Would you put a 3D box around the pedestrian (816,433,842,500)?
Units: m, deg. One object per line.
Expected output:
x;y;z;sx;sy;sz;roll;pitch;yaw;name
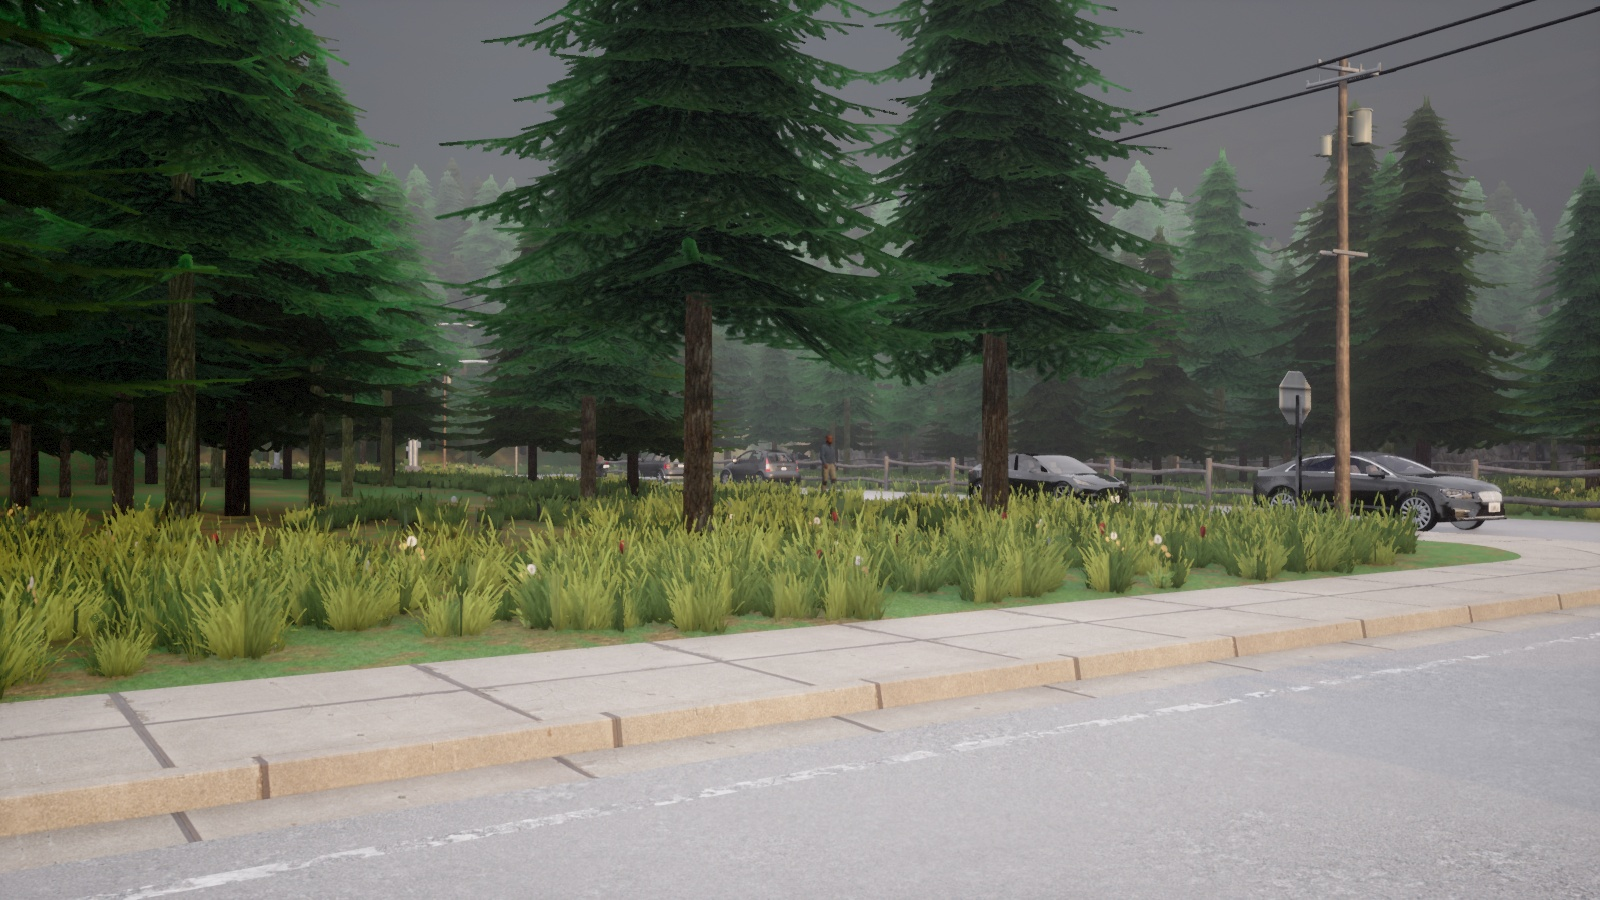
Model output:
0.803;0.453;34.825;0.370;1.835;0.726;0;0;-35;pedestrian

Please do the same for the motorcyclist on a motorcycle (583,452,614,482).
-10.341;0.880;64.410;0.797;1.523;2.044;0;0;-35;motorcyclist on a motorcycle

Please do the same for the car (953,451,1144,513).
6.418;0.777;32.963;2.163;1.488;4.792;0;0;-33;car

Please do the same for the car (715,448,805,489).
-1.681;0.746;51.447;1.851;1.617;3.988;0;0;-34;car

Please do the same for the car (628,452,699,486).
-6.387;0.853;58.522;1.789;1.549;3.705;0;0;-34;car

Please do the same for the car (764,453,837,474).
-0.005;0.966;88.611;4.892;1.490;1.837;0;-1;-10;car

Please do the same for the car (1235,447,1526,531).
11.409;0.703;25.054;2.128;1.511;4.902;0;0;-32;car
